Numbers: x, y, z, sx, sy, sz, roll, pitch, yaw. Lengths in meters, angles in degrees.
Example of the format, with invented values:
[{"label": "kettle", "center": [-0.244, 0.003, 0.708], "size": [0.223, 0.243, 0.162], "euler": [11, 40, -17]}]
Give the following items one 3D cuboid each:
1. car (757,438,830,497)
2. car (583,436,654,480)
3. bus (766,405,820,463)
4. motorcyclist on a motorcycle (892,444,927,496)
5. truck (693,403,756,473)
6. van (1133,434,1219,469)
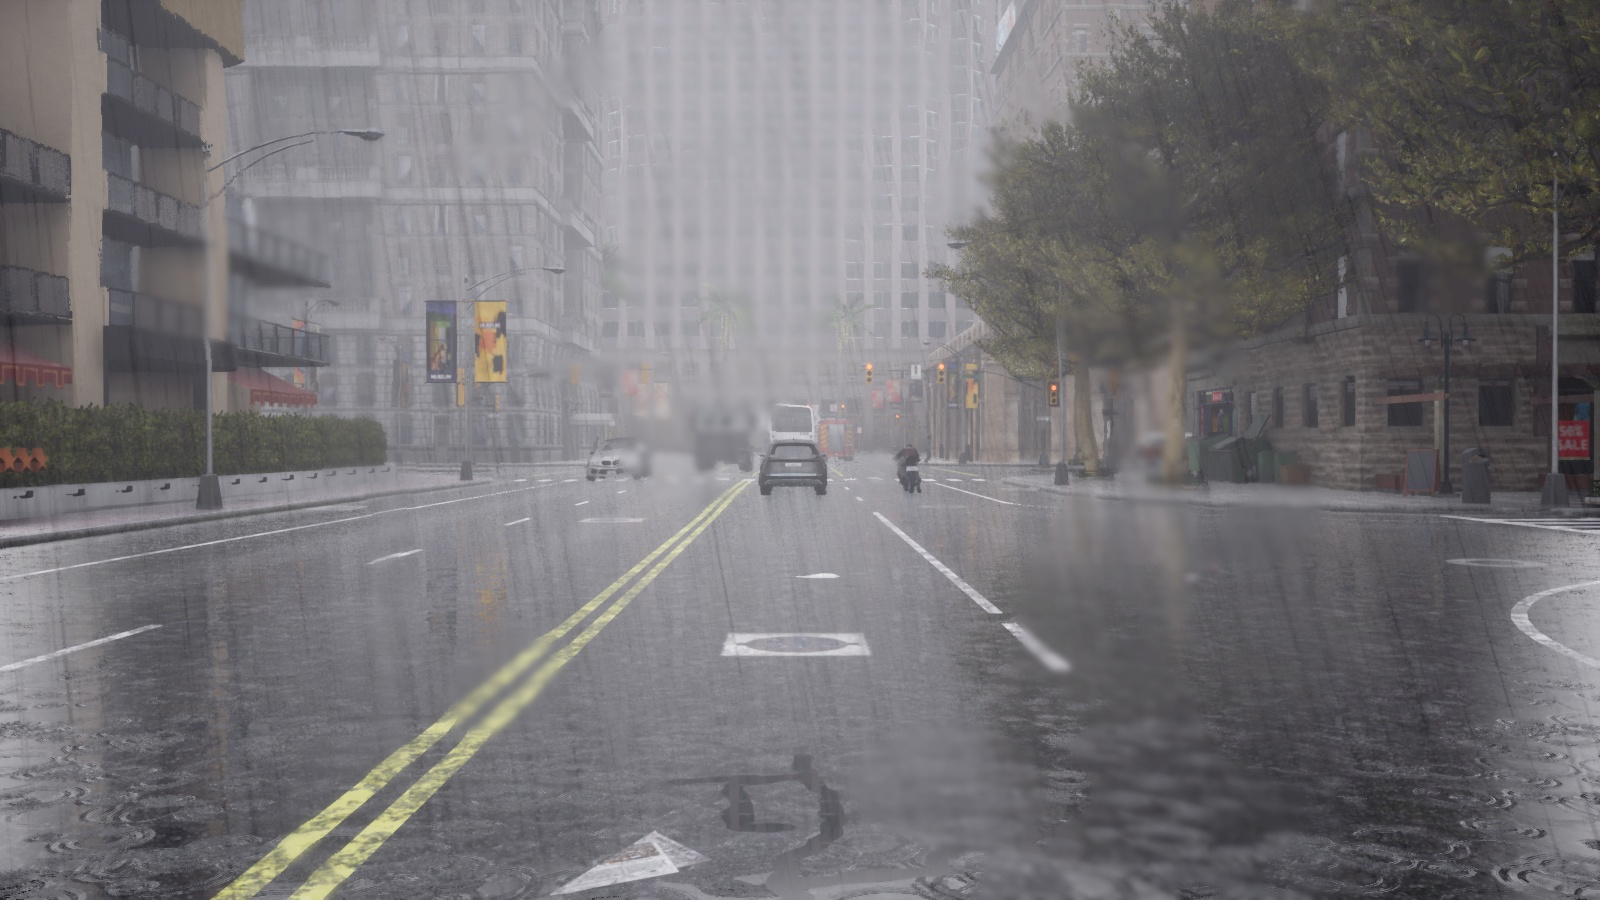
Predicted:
[{"label": "car", "center": [-0.196, 0.465, 37.376], "size": [2.033, 1.649, 4.856], "euler": [0, 0, 0]}, {"label": "car", "center": [-7.278, 0.298, 50.751], "size": [2.242, 1.667, 4.611], "euler": [0, 0, 0]}, {"label": "bus", "center": [-0.563, -1.176, 96.592], "size": [3.944, 4.253, 10.273], "euler": [0, 0, 0]}, {"label": "motorcyclist on a motorcycle", "center": [3.298, 0.569, 38.045], "size": [0.866, 1.530, 2.191], "euler": [0, 0, 0]}, {"label": "truck", "center": [-3.873, -0.613, 66.337], "size": [2.891, 3.462, 7.936], "euler": [0, 0, 0]}, {"label": "van", "center": [22.090, 0.071, 73.871], "size": [4.480, 2.038, 2.069], "euler": [0, 0, 1]}]
